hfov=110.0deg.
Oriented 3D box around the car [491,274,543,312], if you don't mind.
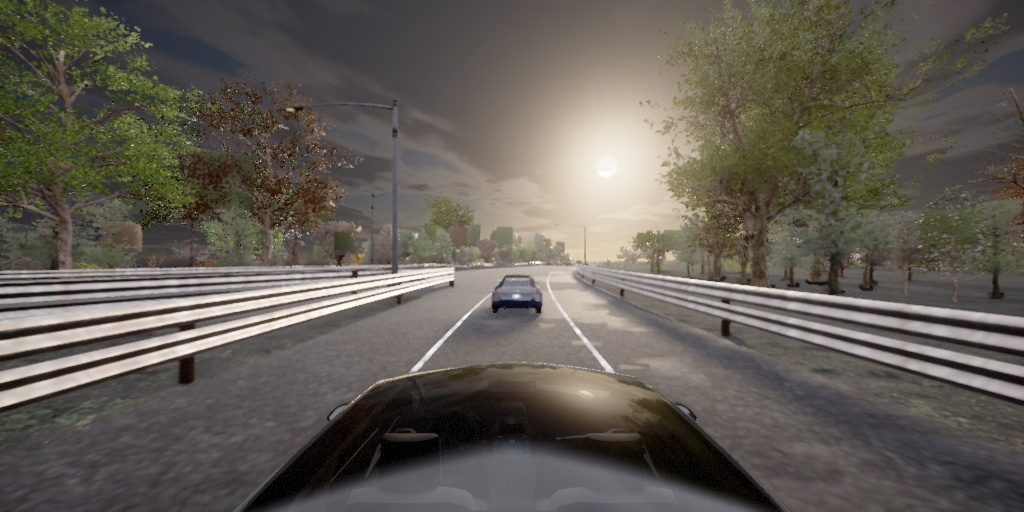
[{"bbox_3d":[0.274,1.452,15.025,1.994,1.385,4.181,0,0,3],"label":"car"}]
